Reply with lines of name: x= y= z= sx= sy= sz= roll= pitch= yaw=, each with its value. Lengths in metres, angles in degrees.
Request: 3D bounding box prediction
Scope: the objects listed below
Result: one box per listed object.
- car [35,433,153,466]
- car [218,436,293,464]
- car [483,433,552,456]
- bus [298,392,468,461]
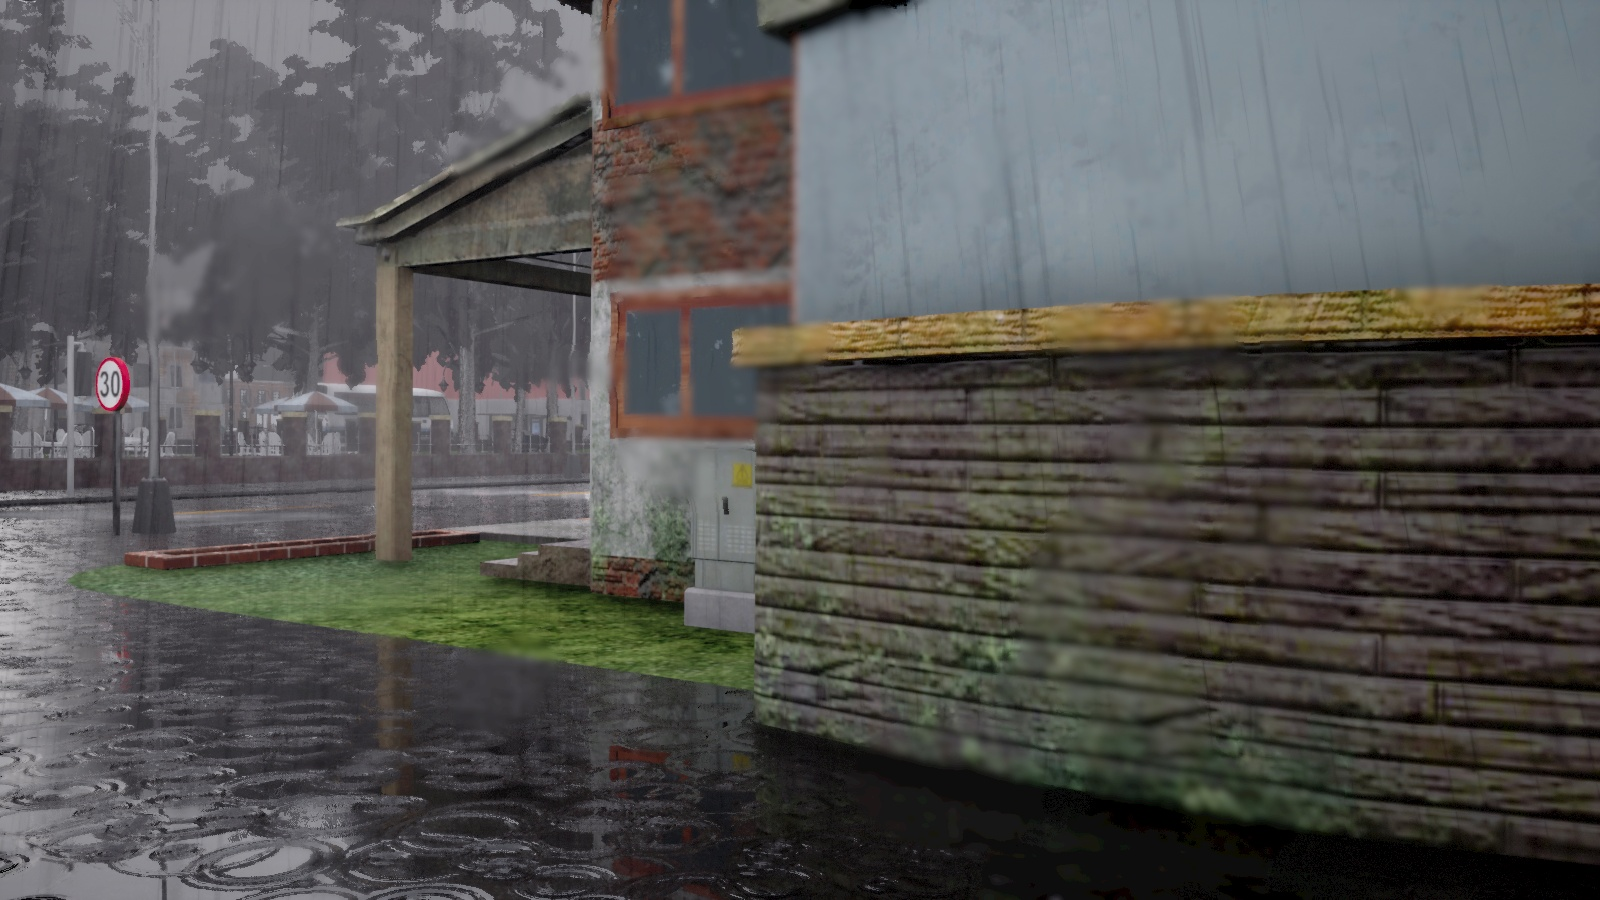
car: x=-37.408 y=-0.062 z=66.681 sx=2.152 sy=1.651 sz=5.027 roll=0 pitch=1 yaw=33
car: x=-32.264 y=-0.015 z=74.493 sx=1.789 sy=1.549 sz=3.705 roll=0 pitch=1 yaw=33
car: x=-20.658 y=-0.409 z=92.079 sx=2.033 sy=1.649 sz=4.856 roll=0 pitch=1 yaw=33
bus: x=-27.106 y=-1.524 z=82.317 sx=3.944 sy=4.253 sz=10.273 roll=0 pitch=1 yaw=33
